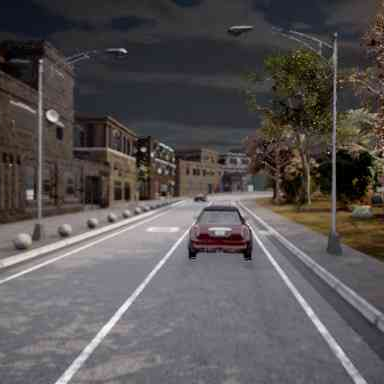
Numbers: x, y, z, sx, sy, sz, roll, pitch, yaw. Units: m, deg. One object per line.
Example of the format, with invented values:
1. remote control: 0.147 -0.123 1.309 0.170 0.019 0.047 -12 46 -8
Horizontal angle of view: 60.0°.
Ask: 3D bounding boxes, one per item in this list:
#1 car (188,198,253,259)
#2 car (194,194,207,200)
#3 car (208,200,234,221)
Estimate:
1. car: 1.089 1.301 12.610 2.097 1.767 4.553 0 0 5
2. car: 1.440 1.003 55.023 2.033 1.411 5.357 0 1 8
3. car: 2.326 1.410 26.503 1.895 1.301 4.718 0 1 6
